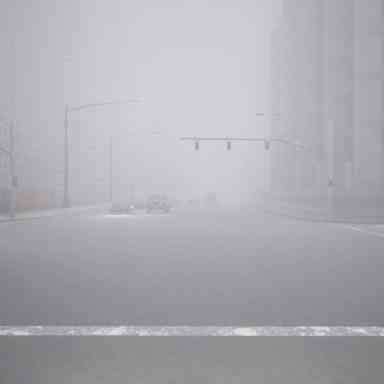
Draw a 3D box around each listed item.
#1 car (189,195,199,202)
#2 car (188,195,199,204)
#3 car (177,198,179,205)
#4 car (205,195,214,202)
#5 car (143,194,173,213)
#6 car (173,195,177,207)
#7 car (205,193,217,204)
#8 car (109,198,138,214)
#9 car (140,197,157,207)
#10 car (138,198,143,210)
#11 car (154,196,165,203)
[{"bbox_3d":[0.407,1.524,75.336,2.128,1.511,4.902,0,0,1],"label":"car"},{"bbox_3d":[0.336,1.563,63.998,1.994,1.385,4.181,0,0,1],"label":"car"},{"bbox_3d":[-3.430,1.351,57.649,2.097,1.767,4.553,0,0,1],"label":"car"},{"bbox_3d":[3.908,1.415,75.424,1.837,1.490,4.892,0,0,1],"label":"car"},{"bbox_3d":[-3.736,1.221,37.577,2.150,2.045,5.566,0,0,1],"label":"car"},{"bbox_3d":[-3.595,1.504,47.494,1.837,1.490,4.892,0,0,1],"label":"car"},{"bbox_3d":[3.748,1.221,64.811,2.150,2.045,5.566,0,0,1],"label":"car"},{"bbox_3d":[-7.277,1.564,34.995,1.994,1.385,4.181,0,0,1],"label":"car"},{"bbox_3d":[-6.998,1.563,53.740,1.994,1.385,4.181,0,0,1],"label":"car"},{"bbox_3d":[-7.158,1.477,43.822,1.882,1.535,5.008,0,0,1],"label":"car"},{"bbox_3d":[-6.688,1.533,69.161,1.812,1.442,4.674,0,0,1],"label":"car"}]
